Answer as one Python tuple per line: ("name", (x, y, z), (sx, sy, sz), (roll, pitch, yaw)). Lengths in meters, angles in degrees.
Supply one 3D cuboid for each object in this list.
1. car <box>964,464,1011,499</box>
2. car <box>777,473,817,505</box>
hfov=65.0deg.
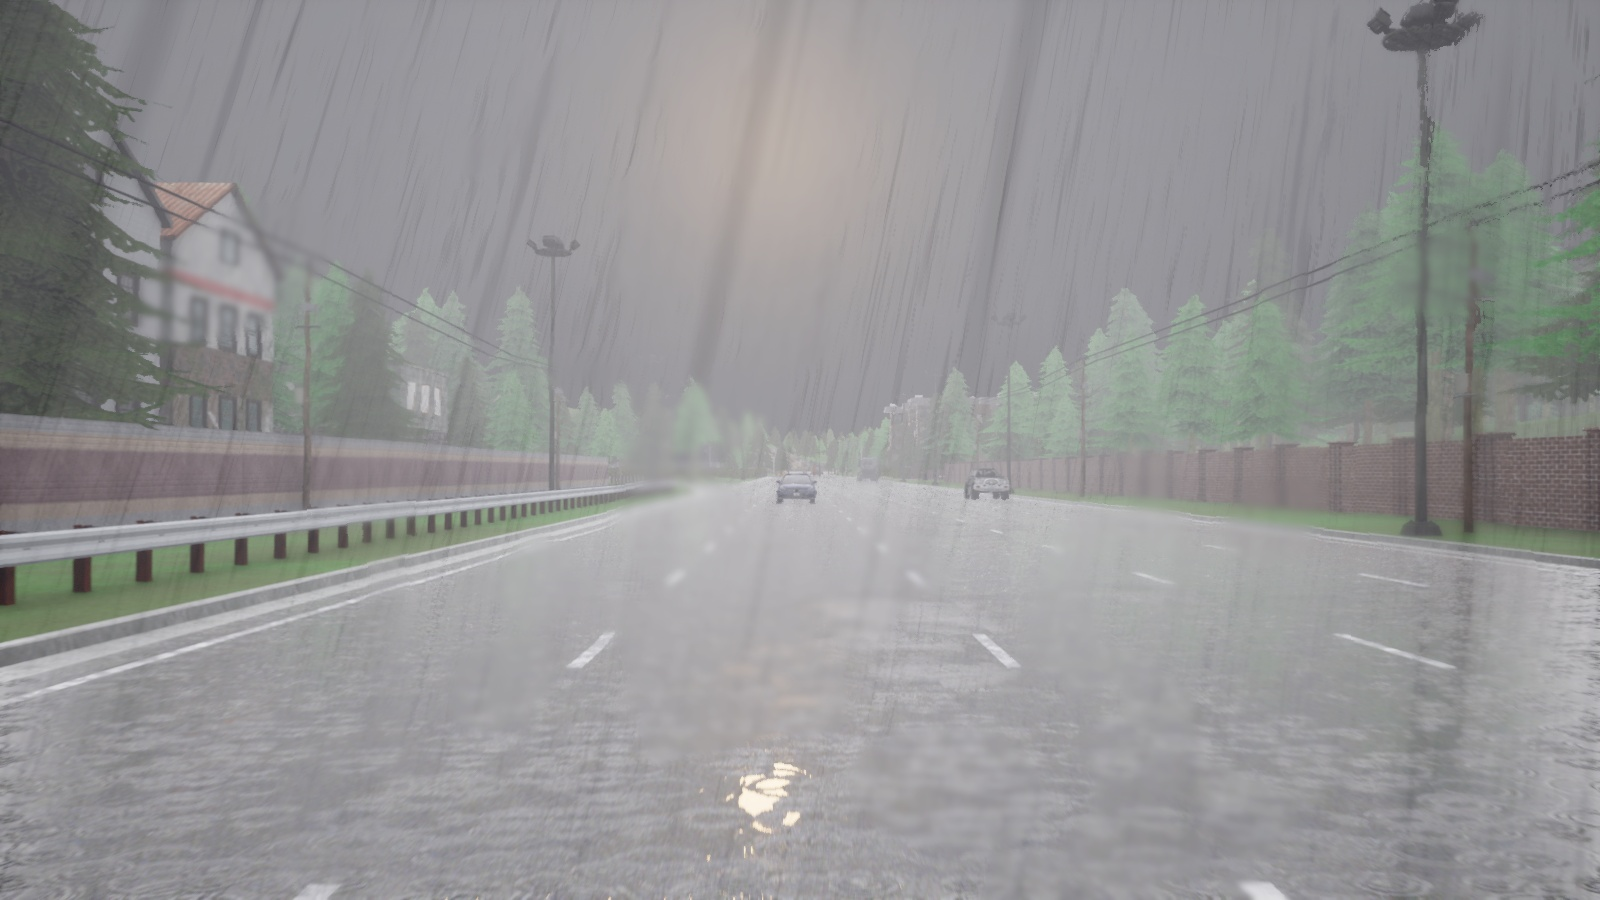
("car", (10.333, 1.755, 69.491), (1.932, 1.855, 4.605), (0, -2, 0))
("car", (-0.145, 1.855, 60.611), (1.812, 1.442, 4.674), (0, -1, 0))
